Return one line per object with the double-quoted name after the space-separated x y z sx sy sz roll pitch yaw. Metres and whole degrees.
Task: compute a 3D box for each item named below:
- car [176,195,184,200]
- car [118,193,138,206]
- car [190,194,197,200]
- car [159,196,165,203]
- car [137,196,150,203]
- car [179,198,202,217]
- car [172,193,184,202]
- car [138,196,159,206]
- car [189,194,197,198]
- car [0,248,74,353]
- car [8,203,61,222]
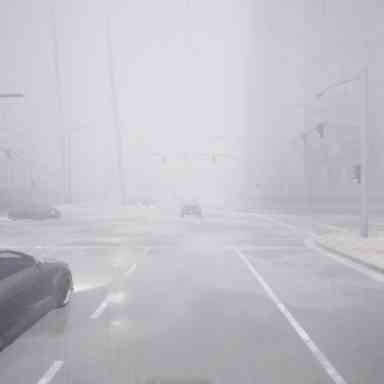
-3.039 1.481 86.054 1.895 1.301 4.718 0 0 1 "car"
-10.577 1.203 54.972 2.150 2.045 5.566 0 0 1 "car"
0.460 1.386 85.968 1.837 1.490 4.892 0 0 1 "car"
-6.785 1.514 70.430 2.033 1.411 5.357 0 0 1 "car"
-10.284 1.527 70.512 1.994 1.385 4.181 0 0 1 "car"
-0.089 1.515 30.607 1.812 1.442 4.674 0 0 -1 "car"
-3.206 1.194 75.411 2.150 2.045 5.566 0 0 1 "car"
-7.084 1.545 54.861 1.994 1.385 4.181 0 0 1 "car"
0.297 1.492 75.599 2.128 1.511 4.902 0 0 1 "car"
-3.440 1.562 5.249 1.994 1.385 4.181 0 0 0 "car"
-12.520 1.555 26.423 4.181 1.385 1.994 0 0 25 "car"
